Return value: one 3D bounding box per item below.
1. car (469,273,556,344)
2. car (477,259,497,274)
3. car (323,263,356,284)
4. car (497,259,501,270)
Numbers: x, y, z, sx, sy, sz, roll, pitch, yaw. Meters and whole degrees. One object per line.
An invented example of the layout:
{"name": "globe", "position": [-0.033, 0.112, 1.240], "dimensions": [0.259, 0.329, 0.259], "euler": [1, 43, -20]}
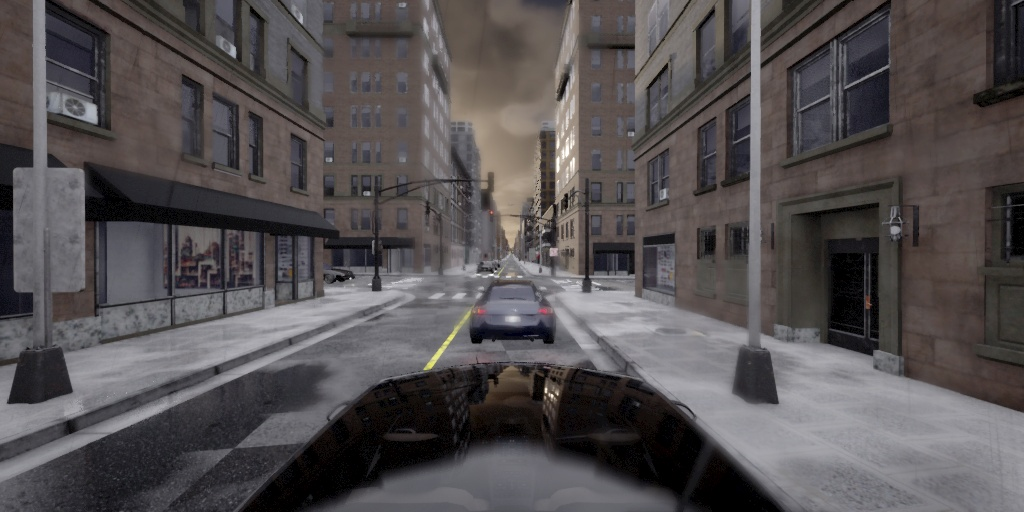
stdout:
{"name": "car", "position": [0.013, 1.315, 9.627], "dimensions": [1.994, 1.385, 4.181], "euler": [0, 0, 0]}
{"name": "car", "position": [-3.083, 1.307, 43.070], "dimensions": [1.837, 1.490, 4.892], "euler": [0, 0, 0]}
{"name": "car", "position": [-13.849, 1.137, 24.898], "dimensions": [5.357, 1.411, 2.033], "euler": [1, 0, 1]}
{"name": "car", "position": [-3.081, 1.369, 52.892], "dimensions": [2.033, 1.411, 5.357], "euler": [0, 0, 0]}
